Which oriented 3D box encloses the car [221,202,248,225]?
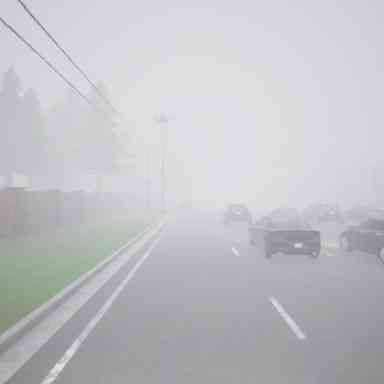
[{"bbox_3d":[3.552,1.672,27.242,2.097,1.767,4.553,0,-1,1],"label":"car"}]

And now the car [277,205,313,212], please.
[{"bbox_3d":[7.029,1.844,25.147,2.033,1.411,5.357,0,-1,0],"label":"car"}]

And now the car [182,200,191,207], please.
[{"bbox_3d":[-1.025,2.323,67.740,1.812,1.442,4.674,0,-1,0],"label":"car"}]

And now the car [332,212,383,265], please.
[{"bbox_3d":[7.043,1.643,11.924,1.837,1.490,4.892,0,-2,1],"label":"car"}]

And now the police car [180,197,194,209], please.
[{"bbox_3d":[-1.029,2.106,57.852,1.930,1.638,5.238,0,-1,0],"label":"police car"}]

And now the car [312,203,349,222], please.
[{"bbox_3d":[10.552,1.672,27.239,2.097,1.767,4.553,0,-1,1],"label":"car"}]

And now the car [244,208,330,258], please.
[{"bbox_3d":[3.557,1.638,13.521,1.882,1.535,5.008,0,0,1],"label":"car"}]

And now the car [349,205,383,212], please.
[{"bbox_3d":[14.052,1.813,27.331,2.128,1.511,4.902,0,-1,1],"label":"car"}]
